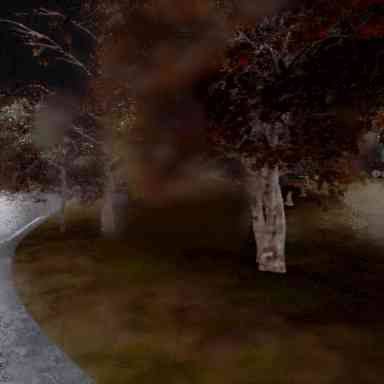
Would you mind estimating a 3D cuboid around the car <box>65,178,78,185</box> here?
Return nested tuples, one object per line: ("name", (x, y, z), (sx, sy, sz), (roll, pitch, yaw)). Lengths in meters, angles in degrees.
("car", (-19.141, -1.598, 52.211), (1.837, 1.490, 4.892), (0, 4, -6))
